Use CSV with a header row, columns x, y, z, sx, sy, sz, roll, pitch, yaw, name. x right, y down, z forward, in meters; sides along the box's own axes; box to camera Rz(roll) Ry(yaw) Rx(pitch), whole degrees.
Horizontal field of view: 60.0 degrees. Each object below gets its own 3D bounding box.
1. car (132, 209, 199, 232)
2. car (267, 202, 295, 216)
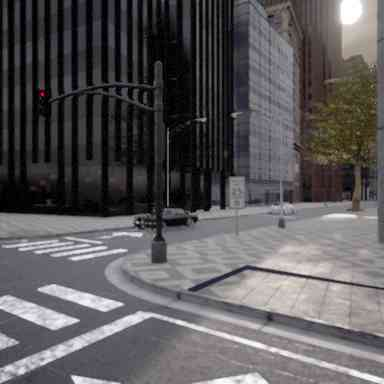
x,y,z,sx,sy,sz,roll,pitch,yaw,name
-1.625,1.754,21.554,1.895,1.301,4.718,0,-1,36,car
10.279,1.873,38.176,1.812,1.442,4.674,0,-1,36,car
